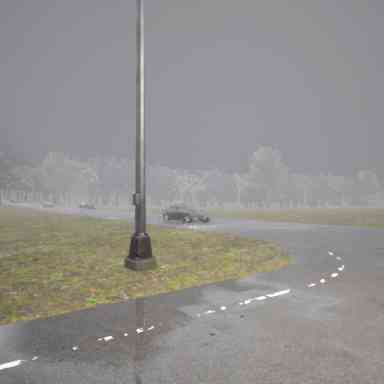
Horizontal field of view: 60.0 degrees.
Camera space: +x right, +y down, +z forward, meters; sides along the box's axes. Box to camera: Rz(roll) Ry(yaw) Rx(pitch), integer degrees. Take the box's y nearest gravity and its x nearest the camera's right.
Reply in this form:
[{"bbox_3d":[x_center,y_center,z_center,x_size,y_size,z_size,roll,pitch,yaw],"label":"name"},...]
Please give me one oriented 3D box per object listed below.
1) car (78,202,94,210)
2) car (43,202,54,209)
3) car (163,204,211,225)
[{"bbox_3d":[-21.398,2.714,67.249,2.097,1.767,4.553,3,-3,-36],"label":"car"},{"bbox_3d":[-31.690,2.844,73.604,1.882,1.535,5.008,2,-2,-28],"label":"car"},{"bbox_3d":[-0.510,1.715,26.102,1.837,1.490,4.892,3,-3,-36],"label":"car"}]
